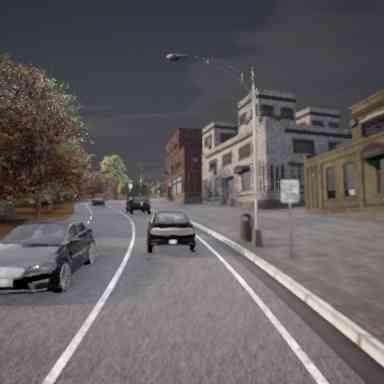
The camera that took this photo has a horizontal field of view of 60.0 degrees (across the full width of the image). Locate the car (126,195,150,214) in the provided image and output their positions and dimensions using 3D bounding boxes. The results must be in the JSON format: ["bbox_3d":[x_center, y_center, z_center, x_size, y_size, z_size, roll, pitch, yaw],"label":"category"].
[{"bbox_3d":[-6.026,1.340,37.028,2.150,2.045,5.566,2,0,-17],"label":"car"}]

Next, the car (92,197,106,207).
[{"bbox_3d":[-14.132,1.515,50.274,2.033,1.411,5.357,2,0,-19],"label":"car"}]

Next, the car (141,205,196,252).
[{"bbox_3d":[-0.966,1.545,14.122,2.128,1.511,4.902,1,0,-7],"label":"car"}]

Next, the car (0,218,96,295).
[{"bbox_3d":[-3.881,1.509,8.922,2.128,1.511,4.902,0,0,-5],"label":"car"}]
